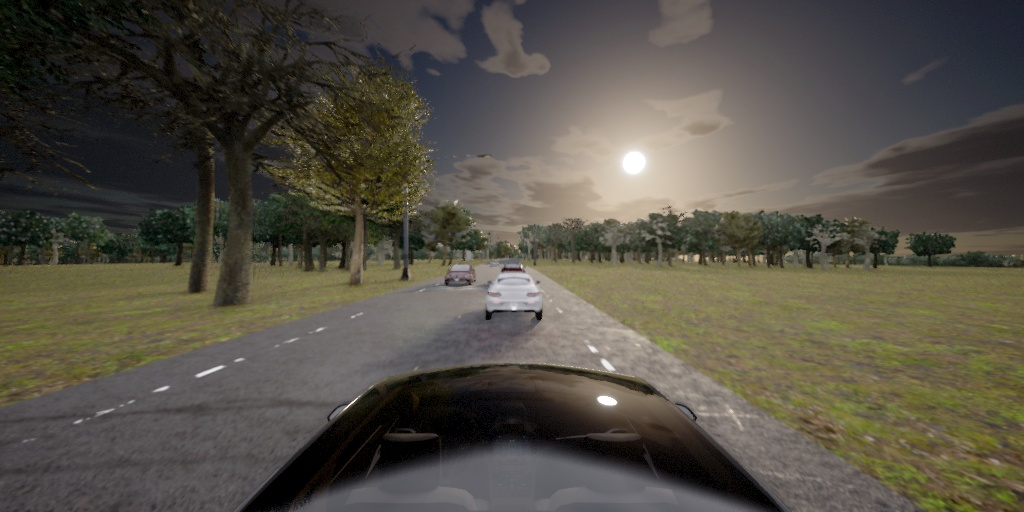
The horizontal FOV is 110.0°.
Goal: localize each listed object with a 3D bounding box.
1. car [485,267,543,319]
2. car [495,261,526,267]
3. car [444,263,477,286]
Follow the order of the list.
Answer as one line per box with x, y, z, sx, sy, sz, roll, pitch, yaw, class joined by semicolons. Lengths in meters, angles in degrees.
0.069;1.290;12.778;1.812;1.442;4.674;0;0;0;car
0.066;1.216;27.734;2.128;1.511;4.902;0;1;0;car
-3.568;1.269;25.584;1.812;1.442;4.674;0;0;0;car
